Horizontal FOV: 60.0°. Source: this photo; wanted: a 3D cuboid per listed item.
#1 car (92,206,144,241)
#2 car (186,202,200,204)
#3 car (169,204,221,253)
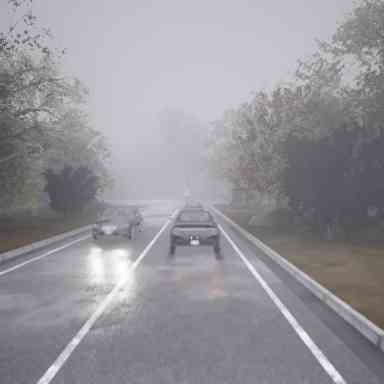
[{"bbox_3d":[-3.600,1.478,16.828,2.128,1.511,4.902,0,0,0],"label":"car"},{"bbox_3d":[0.098,1.538,29.764,1.994,1.385,4.181,0,0,0],"label":"car"},{"bbox_3d":[0.099,1.482,13.624,2.128,1.511,4.902,0,0,0],"label":"car"}]
